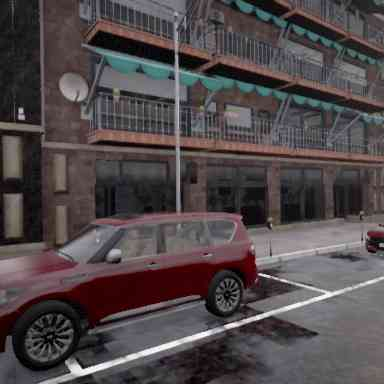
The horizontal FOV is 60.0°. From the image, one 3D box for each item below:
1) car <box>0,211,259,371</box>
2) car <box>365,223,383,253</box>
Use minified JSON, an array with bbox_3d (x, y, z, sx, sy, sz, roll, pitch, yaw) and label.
[{"bbox_3d":[-1.018,1.311,5.851,5.009,1.841,2.192,0,-1,-35],"label":"car"},{"bbox_3d":[8.209,1.537,12.428,4.507,1.381,1.887,0,-1,-35],"label":"car"}]
